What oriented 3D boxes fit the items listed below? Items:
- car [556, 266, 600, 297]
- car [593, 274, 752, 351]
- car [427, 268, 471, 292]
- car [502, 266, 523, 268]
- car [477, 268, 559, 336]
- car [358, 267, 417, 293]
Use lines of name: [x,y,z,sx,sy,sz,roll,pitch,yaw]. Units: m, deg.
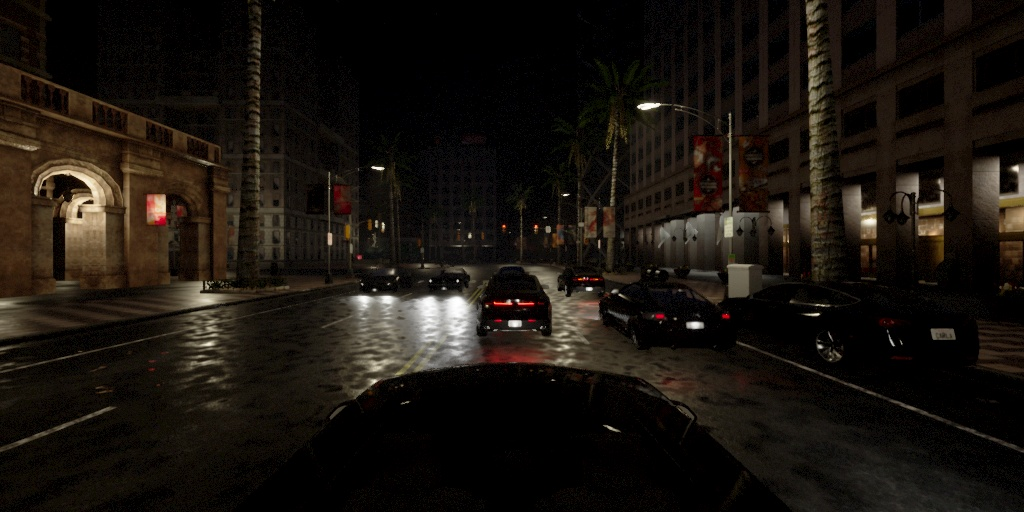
car: [3.506,1.254,18.750,1.837,1.490,4.892,0,0,0]
car: [3.558,1.314,8.970,1.994,1.385,4.181,0,0,0]
car: [-3.608,1.405,21.142,1.895,1.301,4.718,0,0,0]
car: [0.003,1.275,19.334,1.812,1.442,4.674,0,0,-2]
car: [0.047,1.253,10.387,1.837,1.490,4.892,0,0,-1]
car: [-7.108,1.362,21.152,2.033,1.411,5.357,0,0,0]
